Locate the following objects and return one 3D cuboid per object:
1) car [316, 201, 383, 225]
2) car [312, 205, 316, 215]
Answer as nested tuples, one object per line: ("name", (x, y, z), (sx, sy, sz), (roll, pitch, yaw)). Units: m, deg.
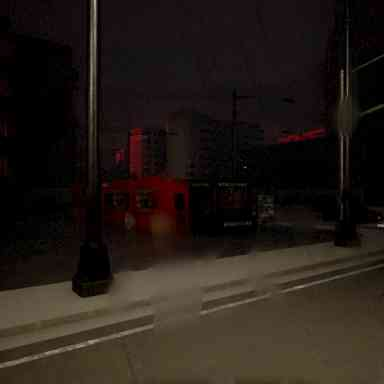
("car", (11.987, 1.644, 25.008), (1.994, 1.385, 4.181), (0, -1, -36))
("car", (13.089, 1.589, 29.466), (1.882, 1.535, 5.008), (0, -1, -36))
